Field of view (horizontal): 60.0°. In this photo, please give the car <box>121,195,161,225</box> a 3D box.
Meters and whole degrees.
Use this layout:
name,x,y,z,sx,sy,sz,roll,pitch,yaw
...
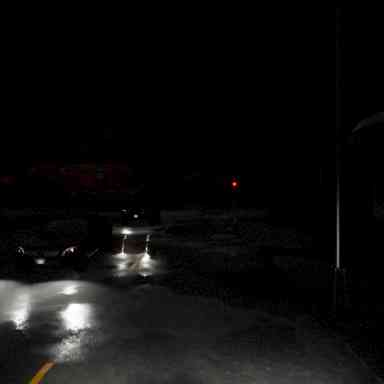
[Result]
name,x,y,z,sx,sy,sz,roll,pitch,yaw
car,-3.586,1.220,24.288,2.150,2.045,5.566,0,0,1

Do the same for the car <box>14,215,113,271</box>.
name,x,y,z,sx,sy,sz,roll,pitch,yaw
car,-3.912,1.525,11.004,1.812,1.442,4.674,0,0,1
